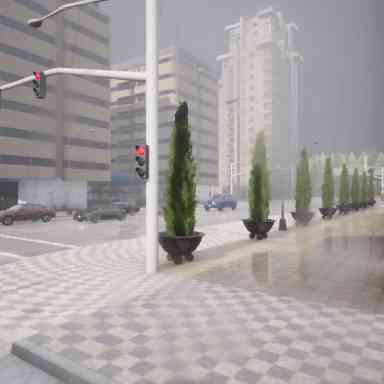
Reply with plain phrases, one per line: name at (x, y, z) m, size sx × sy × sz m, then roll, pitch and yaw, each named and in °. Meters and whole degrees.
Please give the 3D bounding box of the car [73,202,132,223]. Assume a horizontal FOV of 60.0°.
car at (-7.160, 1.619, 26.121) m, size 1.994 × 1.385 × 4.181 m, roll 0°, pitch 0°, yaw 35°

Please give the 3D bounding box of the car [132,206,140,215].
car at (-7.288, 1.656, 32.109) m, size 1.895 × 1.301 × 4.718 m, roll 0°, pitch 0°, yaw 35°

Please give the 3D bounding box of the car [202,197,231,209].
car at (3.581, 1.560, 47.843) m, size 1.837 × 1.490 × 4.892 m, roll 0°, pitch 0°, yaw 35°

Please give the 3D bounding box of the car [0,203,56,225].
car at (-12.429, 1.581, 24.602) m, size 1.812 × 1.442 × 4.674 m, roll 0°, pitch 0°, yaw 34°

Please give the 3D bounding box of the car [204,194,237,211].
car at (3.674, 1.277, 41.836) m, size 2.150 × 2.045 × 5.566 m, roll 0°, pitch 0°, yaw 35°
